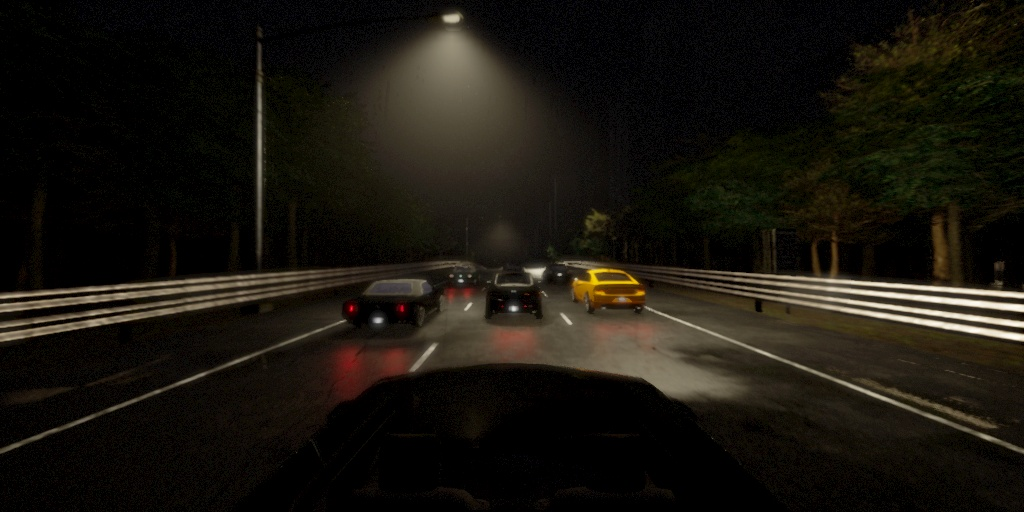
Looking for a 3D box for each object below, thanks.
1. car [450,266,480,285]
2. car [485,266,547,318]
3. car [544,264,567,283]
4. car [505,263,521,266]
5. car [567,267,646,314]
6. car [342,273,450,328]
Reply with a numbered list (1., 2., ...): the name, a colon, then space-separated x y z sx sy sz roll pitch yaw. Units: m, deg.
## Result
1. car: -3.446 1.382 26.451 1.895 1.301 4.718 0 0 0
2. car: 0.067 1.292 13.067 1.837 1.490 4.892 0 1 0
3. car: 3.568 1.342 28.684 1.994 1.385 4.181 0 0 0
4. car: 0.067 1.302 28.987 1.812 1.442 4.674 0 0 0
5. car: 3.572 1.264 14.053 1.882 1.535 5.008 0 -1 0
6. car: -3.442 1.383 11.469 1.895 1.301 4.718 0 0 0
